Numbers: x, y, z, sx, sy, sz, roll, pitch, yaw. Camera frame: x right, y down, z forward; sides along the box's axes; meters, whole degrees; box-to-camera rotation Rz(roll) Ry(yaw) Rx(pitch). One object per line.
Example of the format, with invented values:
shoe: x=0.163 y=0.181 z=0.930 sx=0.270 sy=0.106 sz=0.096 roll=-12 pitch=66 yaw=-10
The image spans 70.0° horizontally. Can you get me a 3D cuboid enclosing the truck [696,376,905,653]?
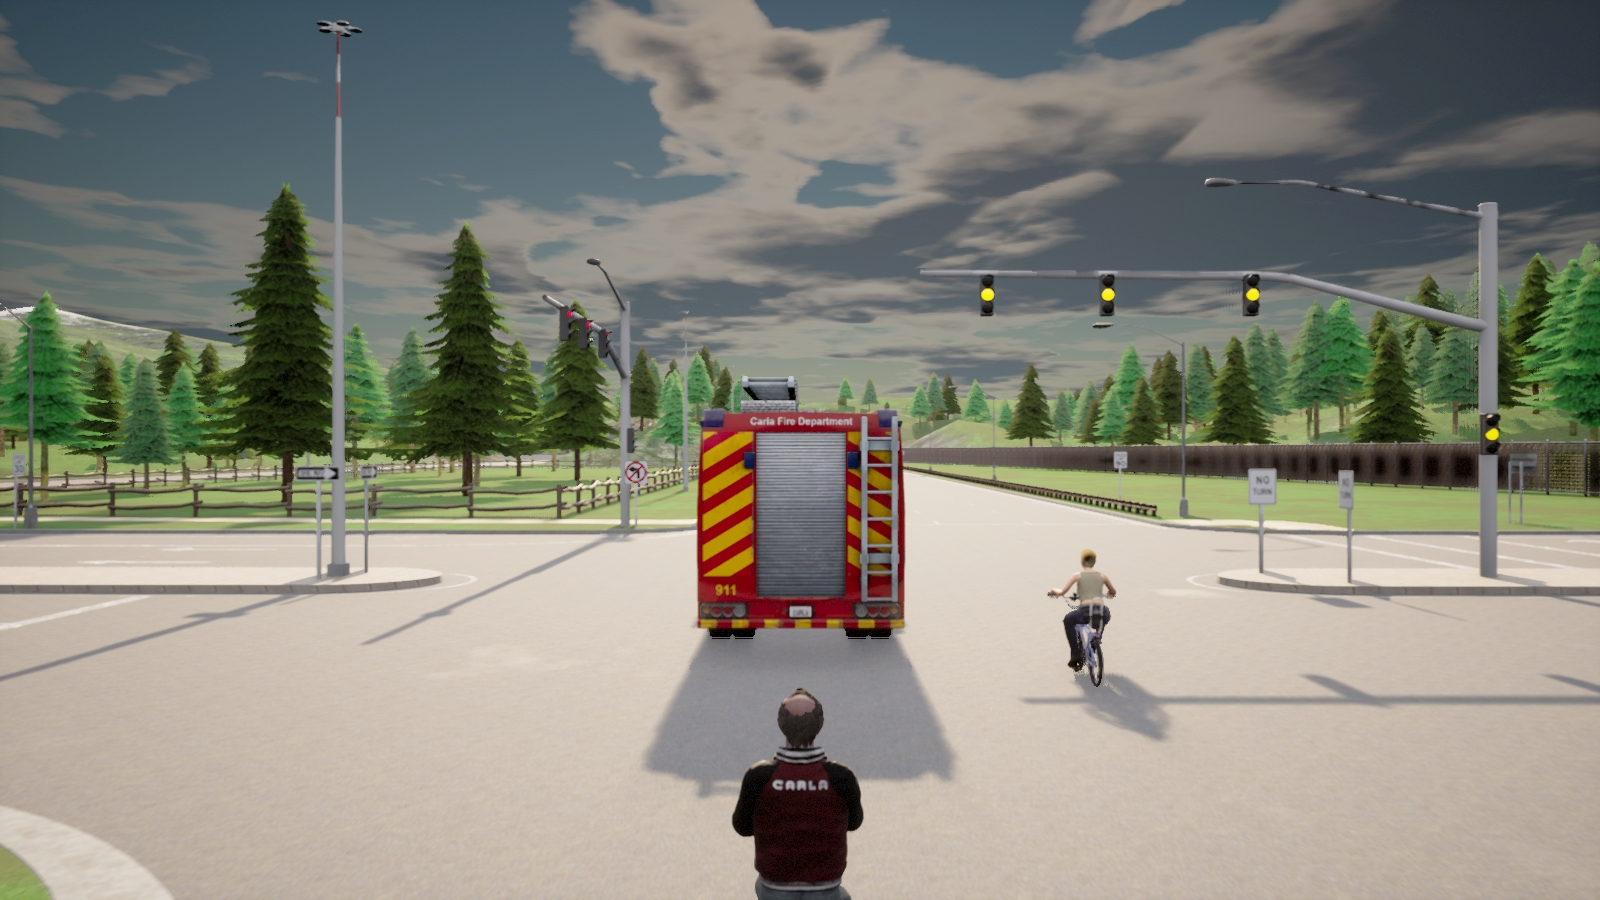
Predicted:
truck: x=0.002 y=0.890 z=20.034 sx=2.891 sy=3.827 sz=8.468 roll=0 pitch=0 yaw=0

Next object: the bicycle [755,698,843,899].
bicycle: x=-0.004 y=2.060 z=5.166 sx=0.329 sy=1.471 sz=1.835 roll=0 pitch=0 yaw=0

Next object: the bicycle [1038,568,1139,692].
bicycle: x=3.490 y=2.158 z=13.941 sx=0.859 sy=1.277 sz=1.487 roll=0 pitch=0 yaw=0
